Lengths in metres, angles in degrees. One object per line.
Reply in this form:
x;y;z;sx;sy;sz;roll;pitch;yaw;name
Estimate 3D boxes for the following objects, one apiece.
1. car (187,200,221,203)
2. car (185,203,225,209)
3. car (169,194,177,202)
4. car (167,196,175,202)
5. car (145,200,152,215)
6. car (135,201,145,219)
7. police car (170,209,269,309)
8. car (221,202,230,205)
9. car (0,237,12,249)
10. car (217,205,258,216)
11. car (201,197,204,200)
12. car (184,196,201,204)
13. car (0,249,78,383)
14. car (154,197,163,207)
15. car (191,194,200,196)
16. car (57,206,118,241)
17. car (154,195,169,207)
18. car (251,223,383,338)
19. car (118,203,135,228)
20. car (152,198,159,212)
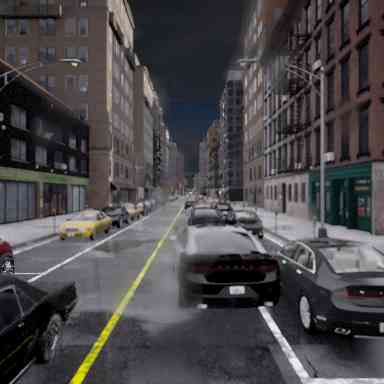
0.790;1.563;24.133;1.882;1.535;5.008;0;0;0;car
0.690;1.569;18.134;1.837;1.490;4.892;0;0;0;car
-5.509;1.807;81.781;2.008;1.369;4.403;0;0;0;car
-5.517;1.816;87.236;1.887;1.381;4.507;0;0;0;car
-5.437;1.700;33.667;1.802;1.307;4.206;0;0;0;car
-5.429;1.624;28.084;1.752;1.417;4.829;0;0;0;car
0.512;1.454;8.166;1.930;1.638;5.238;0;0;-6;police car
2.596;1.665;28.257;1.947;1.339;4.313;0;0;0;car
-5.396;1.464;6.605;1.967;1.590;4.097;0;0;0;car
2.613;1.612;17.432;2.008;1.369;4.403;0;0;0;car
2.572;1.676;44.666;1.752;1.417;4.829;0;0;0;car
-0.048;1.658;45.612;1.837;1.490;4.892;0;0;1;car
-2.751;1.612;3.096;1.895;1.301;4.718;0;0;0;car
-5.453;1.701;44.493;2.008;1.369;4.403;0;0;0;car
-0.087;1.669;58.676;1.882;1.535;5.008;0;0;0;car
-5.412;1.586;17.259;1.752;1.417;4.829;0;0;0;car
-5.469;1.496;55.319;2.192;1.841;5.009;0;0;0;car
2.629;1.574;6.607;2.008;1.369;4.403;0;0;0;car
-5.421;1.646;22.842;1.947;1.339;4.313;0;0;0;car
-5.445;1.685;39.080;2.008;1.369;4.403;0;0;0;car
